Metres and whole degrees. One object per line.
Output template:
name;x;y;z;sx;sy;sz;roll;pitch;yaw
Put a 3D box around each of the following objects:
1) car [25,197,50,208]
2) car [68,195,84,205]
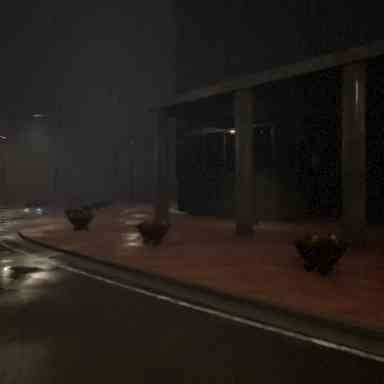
car;-20.246;1.352;43.782;1.895;1.301;4.718;0;0;-8
car;-17.775;1.211;50.950;1.837;1.490;4.892;0;0;-11
